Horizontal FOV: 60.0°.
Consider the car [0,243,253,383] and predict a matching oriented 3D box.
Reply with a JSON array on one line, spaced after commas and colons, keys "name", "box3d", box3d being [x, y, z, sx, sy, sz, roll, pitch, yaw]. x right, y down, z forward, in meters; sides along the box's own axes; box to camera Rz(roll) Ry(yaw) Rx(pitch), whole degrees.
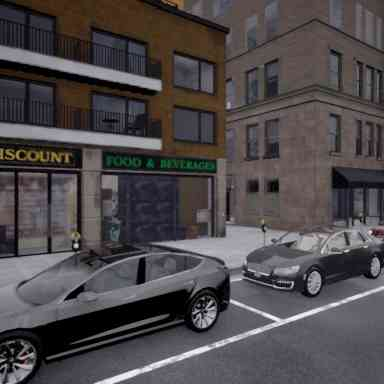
[{"name": "car", "box3d": [-1.313, 1.566, 5.250, 4.313, 1.339, 1.947, 0, 0, -35]}]

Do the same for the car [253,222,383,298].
[{"name": "car", "box3d": [3.195, 1.551, 8.432, 4.403, 1.369, 2.008, 0, 0, -35]}]
